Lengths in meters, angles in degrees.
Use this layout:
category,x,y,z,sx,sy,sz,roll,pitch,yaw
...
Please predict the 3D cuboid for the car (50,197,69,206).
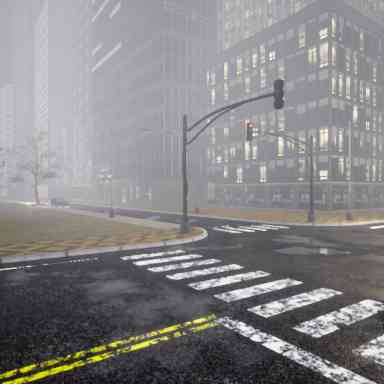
category,x,y,z,sx,sy,sz,roll,pitch,yaw
car,-21.667,1.553,54.250,2.033,1.411,5.357,0,0,-35
